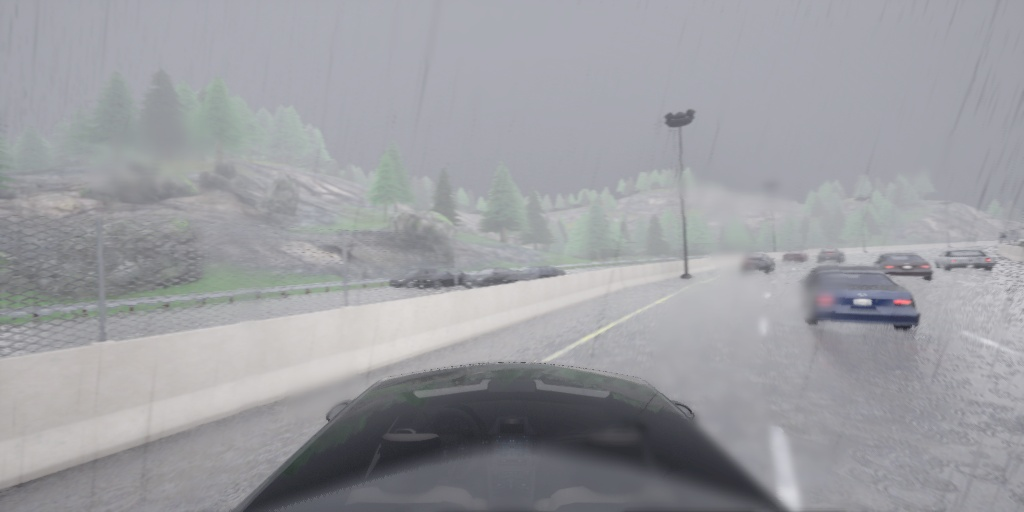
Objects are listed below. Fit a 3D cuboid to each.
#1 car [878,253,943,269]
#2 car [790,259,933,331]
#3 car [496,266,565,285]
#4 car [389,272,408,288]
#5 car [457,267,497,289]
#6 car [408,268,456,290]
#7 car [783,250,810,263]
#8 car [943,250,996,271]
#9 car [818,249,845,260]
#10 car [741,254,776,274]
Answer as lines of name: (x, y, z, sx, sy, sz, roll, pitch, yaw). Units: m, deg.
car: (20.875, 0.530, 19.320, 2.033, 1.411, 5.357, -3, -1, 41)
car: (8.929, 0.971, 9.621, 2.033, 1.411, 5.357, -3, 0, 37)
car: (1.657, 1.367, 23.486, 2.033, 1.411, 5.357, -3, 0, 38)
car: (-7.455, 1.743, 28.768, 1.837, 1.490, 4.892, -3, -1, 37)
car: (-1.407, 1.485, 25.191, 1.812, 1.442, 4.674, -3, -1, 38)
car: (-4.904, 1.716, 26.381, 1.895, 1.301, 4.718, -3, 0, 37)
car: (34.528, 0.041, 43.486, 5.008, 1.535, 1.882, -2, -1, -41)
car: (29.037, 0.265, 23.167, 1.895, 1.301, 4.718, -3, -1, 43)
car: (34.638, 0.021, 38.827, 4.902, 1.511, 2.128, -2, -1, -42)
car: (19.681, 0.585, 28.596, 2.128, 1.511, 4.902, -3, -1, 42)
